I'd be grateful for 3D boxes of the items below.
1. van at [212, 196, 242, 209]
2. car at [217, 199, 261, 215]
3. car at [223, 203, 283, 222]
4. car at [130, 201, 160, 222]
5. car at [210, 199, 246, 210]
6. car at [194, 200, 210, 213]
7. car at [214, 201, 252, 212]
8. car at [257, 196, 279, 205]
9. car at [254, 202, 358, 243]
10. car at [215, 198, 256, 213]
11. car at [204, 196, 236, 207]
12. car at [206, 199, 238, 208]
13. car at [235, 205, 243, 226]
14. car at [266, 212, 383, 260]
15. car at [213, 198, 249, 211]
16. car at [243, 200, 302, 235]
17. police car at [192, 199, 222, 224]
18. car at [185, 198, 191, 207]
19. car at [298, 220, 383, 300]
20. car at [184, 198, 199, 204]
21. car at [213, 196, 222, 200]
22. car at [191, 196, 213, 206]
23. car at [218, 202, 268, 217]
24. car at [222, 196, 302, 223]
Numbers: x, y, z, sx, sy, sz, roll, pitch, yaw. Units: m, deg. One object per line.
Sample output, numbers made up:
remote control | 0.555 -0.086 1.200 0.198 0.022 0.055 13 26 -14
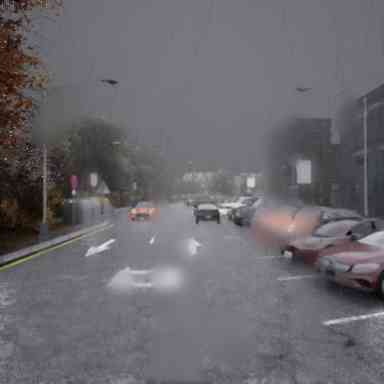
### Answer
van | 5.571 1.743 53.385 4.442 1.987 1.878 1 -1 -20
car | 5.386 1.681 38.319 4.553 1.767 2.185 1 -1 -20
car | 5.353 1.749 29.302 4.792 1.488 2.163 1 0 -20
car | -4.006 1.583 29.028 2.097 1.767 4.553 0 -1 0
car | 5.447 1.934 50.338 5.008 1.535 2.097 1 -1 -20
car | 1.266 1.848 43.024 1.882 1.535 5.008 0 -1 0
car | 5.439 1.909 44.326 4.674 1.452 2.002 1 0 -20
car | 18.470 2.029 81.353 2.435 2.045 5.566 0 0 -21
car | 5.358 1.466 14.313 4.553 1.767 2.185 1 0 -20
car | 5.397 1.712 41.320 4.553 1.767 2.185 1 -1 -20
car | 5.486 1.846 65.377 5.566 2.045 2.435 1 -1 -20
car | 5.289 2.025 59.282 5.366 1.575 1.946 1 0 -20
car | 5.343 1.680 20.309 4.674 1.452 2.002 1 -1 -20
car | 5.290 1.597 11.292 4.792 1.488 2.163 1 0 -20
car | 5.481 1.776 47.336 4.553 1.767 2.185 1 0 -20
car | 5.368 1.490 17.314 4.553 1.767 2.185 1 0 -20
police car | 1.217 1.639 27.134 1.930 1.638 5.238 0 -1 0
car | 0.086 2.117 63.503 1.812 1.442 4.674 0 -1 0
car | 5.313 1.586 8.300 4.674 1.452 2.002 1 0 -20
car | -0.067 2.133 78.384 2.033 1.411 5.357 0 -1 19
car | 5.371 1.496 32.306 5.566 2.045 2.435 1 0 -20
car | 1.249 1.534 37.057 2.150 2.045 5.566 0 -1 0
car | 5.380 1.806 35.303 4.792 1.488 2.163 1 0 -20
car | 5.347 1.414 23.290 5.566 2.045 2.435 1 0 -20
